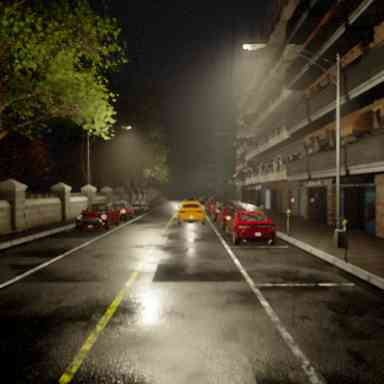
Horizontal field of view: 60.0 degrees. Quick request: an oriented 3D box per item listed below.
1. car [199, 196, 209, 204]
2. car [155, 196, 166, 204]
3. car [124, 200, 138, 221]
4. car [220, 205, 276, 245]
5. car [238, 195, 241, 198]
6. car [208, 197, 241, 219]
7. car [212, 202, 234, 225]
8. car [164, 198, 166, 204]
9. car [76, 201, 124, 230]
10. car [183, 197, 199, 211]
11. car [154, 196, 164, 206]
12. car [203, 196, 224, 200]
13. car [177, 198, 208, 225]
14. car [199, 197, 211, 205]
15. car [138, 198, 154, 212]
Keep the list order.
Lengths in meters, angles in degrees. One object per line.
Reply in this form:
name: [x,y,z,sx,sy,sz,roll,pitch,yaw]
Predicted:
car: [2.272,1.551,66.210,1.752,1.417,4.829,0,0,0]
car: [-6.106,1.559,65.815,1.752,1.417,4.829,0,0,0]
car: [-5.855,1.448,26.573,1.967,1.590,4.097,0,0,0]
car: [2.598,1.541,15.368,1.887,1.381,4.507,0,0,0]
car: [14.028,1.638,93.108,5.009,1.841,2.192,1,-1,-1]
car: [2.525,1.440,26.627,1.967,1.590,4.097,0,0,0]
car: [2.561,1.542,20.998,1.887,1.381,4.507,0,0,0]
car: [-6.070,1.578,60.354,2.008,1.369,4.403,0,0,0]
car: [-5.819,1.446,20.944,1.967,1.590,4.097,0,0,0]
car: [-0.170,1.485,42.611,1.882,1.535,5.008,0,0,0]
car: [-6.034,1.547,54.554,1.752,1.417,4.829,0,0,0]
car: [2.488,1.316,32.257,2.192,1.841,5.009,0,0,0]
car: [-0.051,1.478,24.329,1.882,1.535,5.008,0,0,0]
car: [2.310,1.585,60.409,1.947,1.339,4.313,0,0,0]
car: [-5.926,1.562,37.834,2.008,1.369,4.403,0,0,0]
